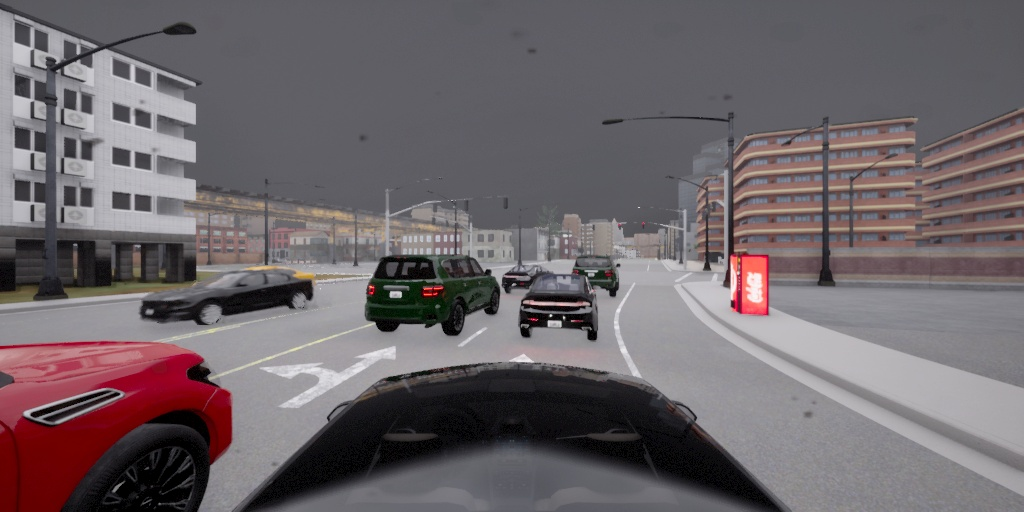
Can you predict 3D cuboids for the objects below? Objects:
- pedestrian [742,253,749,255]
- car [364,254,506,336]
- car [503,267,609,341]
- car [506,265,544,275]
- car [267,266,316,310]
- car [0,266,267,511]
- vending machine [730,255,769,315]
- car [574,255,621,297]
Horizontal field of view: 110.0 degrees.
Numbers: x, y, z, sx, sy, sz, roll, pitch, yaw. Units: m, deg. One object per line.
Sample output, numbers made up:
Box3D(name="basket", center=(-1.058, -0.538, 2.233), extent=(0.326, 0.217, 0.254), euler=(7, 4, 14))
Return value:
Box3D(name="pedestrian", center=(8.041, 0.793, 12.407), extent=(0.375, 1.860, 0.375), euler=(0, 0, 21))
Box3D(name="car", center=(-2.001, 0.970, 10.743), extent=(2.150, 2.045, 5.566), euler=(0, 0, 14))
Box3D(name="car", center=(1.433, 1.240, 10.034), extent=(2.128, 1.511, 4.902), euler=(0, 0, 12))
Box3D(name="car", center=(1.102, 1.238, 20.110), extent=(2.128, 1.511, 4.902), euler=(0, 0, 24))
Box3D(name="car", center=(-9.095, 1.226, 12.024), extent=(1.882, 1.535, 5.008), euler=(0, 0, 14))
Box3D(name="car", center=(-3.265, 0.972, 0.473), extent=(2.150, 2.045, 5.566), euler=(0, 0, -2))
Box3D(name="vending machine", center=(7.808, 0.943, 11.787), extent=(1.100, 2.100, 0.880), euler=(0, 0, 20))
Box3D(name="car", center=(4.551, 0.968, 19.277), extent=(2.150, 2.045, 5.566), euler=(0, 0, 19))
